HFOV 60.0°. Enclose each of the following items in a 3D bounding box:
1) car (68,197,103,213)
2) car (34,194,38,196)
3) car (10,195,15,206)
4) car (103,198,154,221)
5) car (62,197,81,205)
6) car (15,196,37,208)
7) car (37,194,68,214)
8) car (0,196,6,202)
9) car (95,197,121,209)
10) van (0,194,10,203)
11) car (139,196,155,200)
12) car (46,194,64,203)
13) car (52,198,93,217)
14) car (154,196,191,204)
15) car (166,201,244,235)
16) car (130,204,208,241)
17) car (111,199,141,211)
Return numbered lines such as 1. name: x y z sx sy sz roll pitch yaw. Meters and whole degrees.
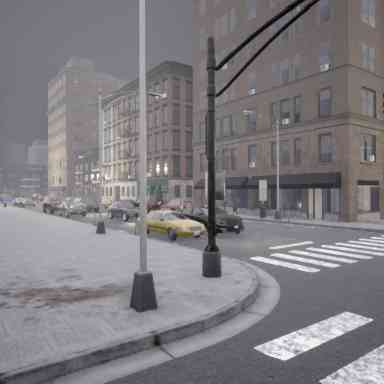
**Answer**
1. car: -11.182 1.354 35.299 2.097 1.767 4.553 0 0 -36
2. car: -34.590 1.533 77.012 1.947 1.339 4.313 0 0 -36
3. car: -27.723 1.535 53.820 1.752 1.417 4.829 0 0 -36
4. car: -5.294 1.507 27.134 1.837 1.490 4.892 0 0 -36
5. car: -21.320 1.520 58.660 2.008 1.369 4.403 0 0 -36
6. car: -24.505 1.592 49.370 1.802 1.307 4.206 0 0 -36
7. car: -14.553 1.328 35.605 2.192 1.841 5.009 0 0 -36
8. car: -44.411 1.558 76.898 2.008 1.369 4.403 0 0 -36
9. car: -11.466 1.497 45.033 1.752 1.417 4.829 0 0 -36
10. van: -37.777 1.349 67.721 1.690 1.788 3.998 0 0 -36
11. car: -4.732 1.289 35.719 2.192 1.841 5.009 0 0 -36
12. car: -27.956 1.283 67.835 2.192 1.841 5.009 0 0 -36
13. car: -11.235 1.565 31.018 2.008 1.369 4.403 0 0 -36
14. car: -1.414 1.415 31.131 1.967 1.590 4.097 0 0 -36
15. car: 0.775 1.482 18.743 1.882 1.535 5.008 0 0 -36
16. car: -1.182 1.542 17.115 1.752 1.417 4.829 0 0 -36
17. car: -8.049 1.539 40.308 1.947 1.339 4.313 0 0 -36
